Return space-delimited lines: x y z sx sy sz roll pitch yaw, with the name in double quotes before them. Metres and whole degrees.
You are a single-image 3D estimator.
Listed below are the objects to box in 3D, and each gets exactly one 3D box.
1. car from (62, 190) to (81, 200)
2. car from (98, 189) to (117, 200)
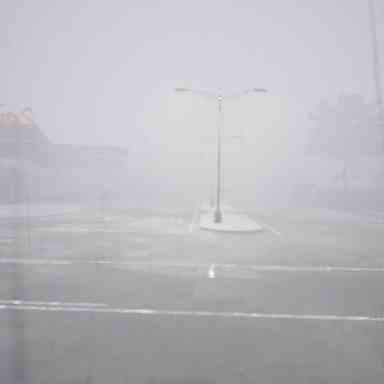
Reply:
"car" -19.459 0.472 53.727 1.970 1.475 3.806 1 1 2
"car" -13.688 0.409 54.282 2.242 1.667 4.611 1 1 2
